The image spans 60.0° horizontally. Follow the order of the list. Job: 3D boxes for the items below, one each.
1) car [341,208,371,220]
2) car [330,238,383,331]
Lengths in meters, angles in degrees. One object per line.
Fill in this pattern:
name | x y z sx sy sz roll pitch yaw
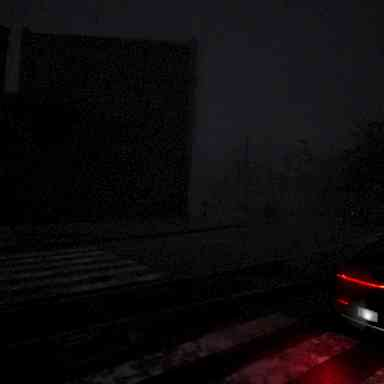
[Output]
car | 24.281 3.192 49.240 4.553 1.767 2.097 4 -2 -24
car | 4.619 1.526 6.073 4.892 1.490 1.837 0 0 -31
